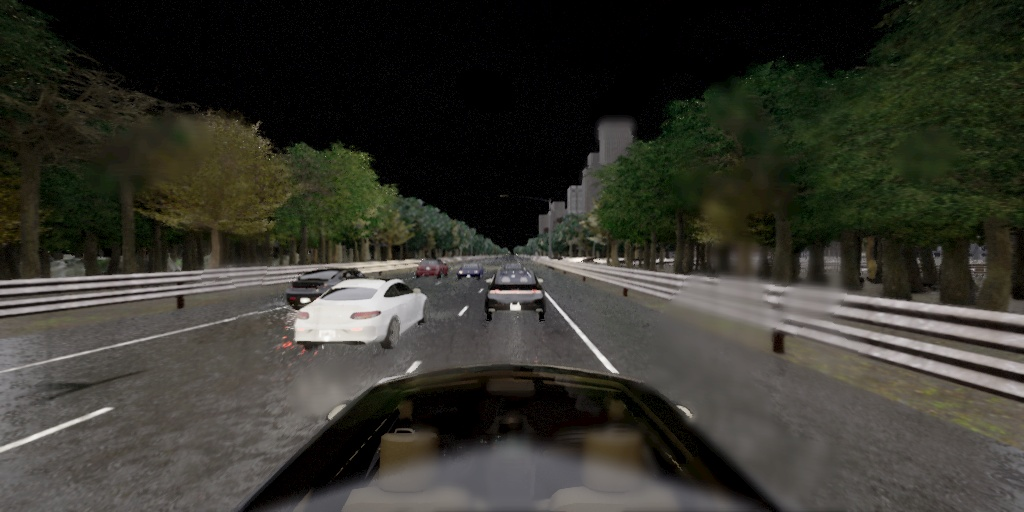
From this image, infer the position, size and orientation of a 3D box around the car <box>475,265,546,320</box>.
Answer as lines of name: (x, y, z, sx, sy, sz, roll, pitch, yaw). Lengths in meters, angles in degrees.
car: (0.100, 1.221, 12.403, 2.128, 1.511, 4.902, 0, 0, 0)

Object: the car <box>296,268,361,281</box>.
car: (-6.899, 1.229, 14.366, 1.837, 1.490, 4.892, 0, 0, 0)

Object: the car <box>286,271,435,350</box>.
car: (-3.402, 1.262, 8.909, 1.812, 1.442, 4.674, 0, 0, 0)

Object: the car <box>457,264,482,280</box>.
car: (-3.399, 1.286, 30.295, 1.895, 1.301, 4.718, 0, 0, 0)

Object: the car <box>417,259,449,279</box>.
car: (-6.899, 1.032, 31.592, 2.097, 1.767, 4.553, 0, 0, 0)
